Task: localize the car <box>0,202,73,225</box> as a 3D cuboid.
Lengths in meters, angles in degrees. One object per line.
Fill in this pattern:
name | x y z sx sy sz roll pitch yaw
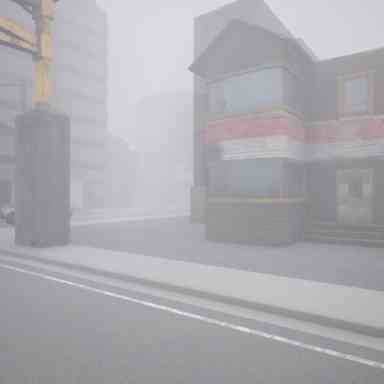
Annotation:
car | -10.705 1.453 23.515 2.038 1.542 4.974 0 0 16
